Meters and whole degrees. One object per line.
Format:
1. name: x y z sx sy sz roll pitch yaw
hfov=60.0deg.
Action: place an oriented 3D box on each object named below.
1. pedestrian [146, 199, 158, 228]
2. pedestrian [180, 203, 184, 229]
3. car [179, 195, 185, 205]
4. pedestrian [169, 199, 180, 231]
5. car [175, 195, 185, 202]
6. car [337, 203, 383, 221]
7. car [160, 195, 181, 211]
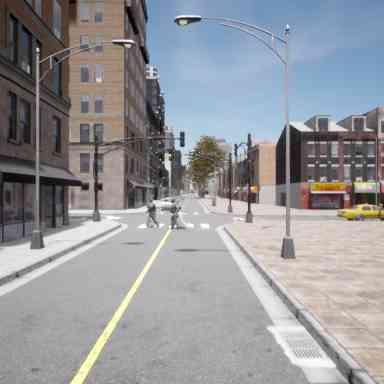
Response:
1. pedestrian: -2.447 1.283 20.585 0.375 1.860 0.375 0 0 0
2. pedestrian: -0.808 1.284 19.980 0.375 1.860 0.375 0 0 0
3. car: -2.632 1.480 56.235 2.033 1.411 5.357 0 0 0
4. pedestrian: -1.064 1.284 19.347 0.375 1.860 0.375 0 0 0
5. car: -2.489 1.424 70.907 1.812 1.442 4.674 0 0 0
6. car: 13.987 1.581 26.098 4.829 1.417 1.752 0 -1 0
7. car: -2.696 1.483 40.969 1.812 1.442 4.674 0 0 0
